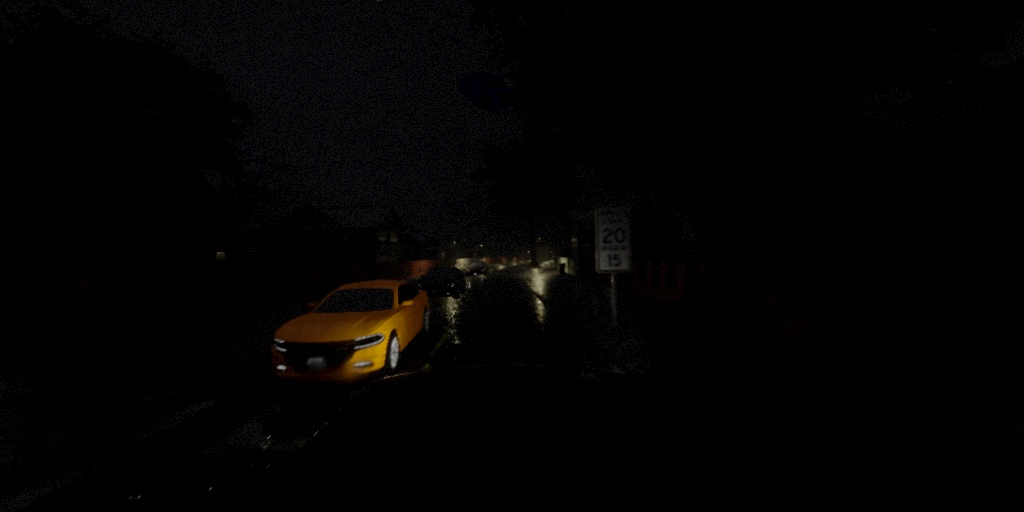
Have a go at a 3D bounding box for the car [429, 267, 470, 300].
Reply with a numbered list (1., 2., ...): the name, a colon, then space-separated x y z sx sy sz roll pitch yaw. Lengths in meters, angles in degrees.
1. car: -3.492 1.293 18.362 1.882 1.535 5.008 -1 0 -1

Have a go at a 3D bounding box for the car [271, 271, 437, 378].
1. car: -3.066 1.298 7.841 1.882 1.535 5.008 -2 0 -3

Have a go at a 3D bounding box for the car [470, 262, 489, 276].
1. car: -3.441 1.340 37.113 2.033 1.411 5.357 -1 0 2
